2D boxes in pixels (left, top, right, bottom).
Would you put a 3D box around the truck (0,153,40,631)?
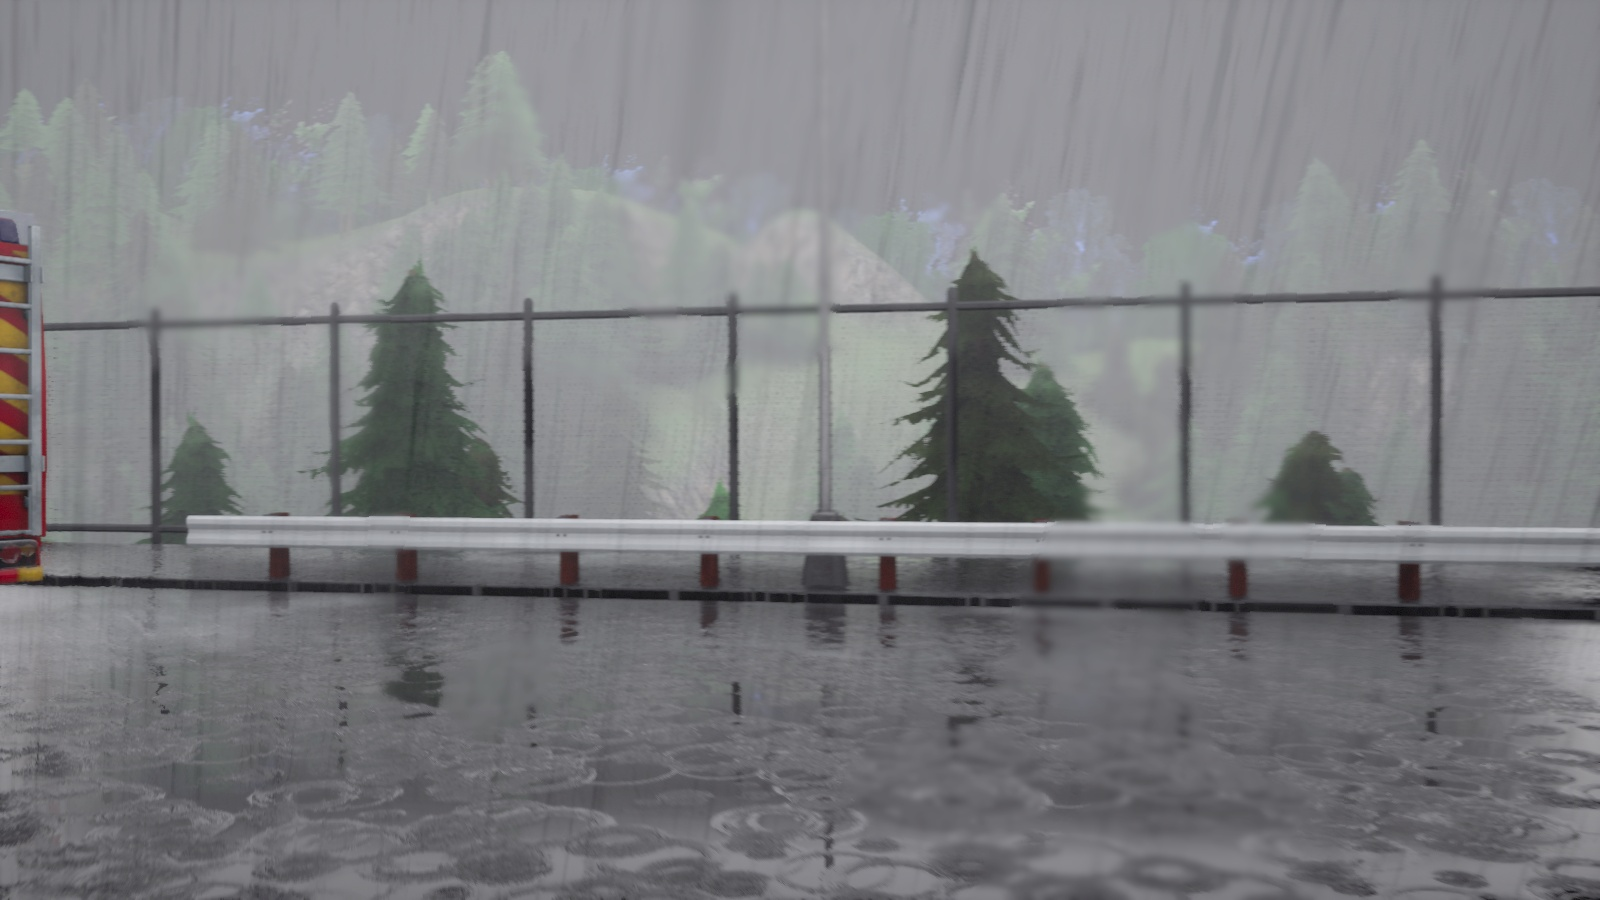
[{"bbox_3d":[-10.624,-0.470,11.192,8.468,3.827,2.891,0,0,30],"label":"truck"}]
